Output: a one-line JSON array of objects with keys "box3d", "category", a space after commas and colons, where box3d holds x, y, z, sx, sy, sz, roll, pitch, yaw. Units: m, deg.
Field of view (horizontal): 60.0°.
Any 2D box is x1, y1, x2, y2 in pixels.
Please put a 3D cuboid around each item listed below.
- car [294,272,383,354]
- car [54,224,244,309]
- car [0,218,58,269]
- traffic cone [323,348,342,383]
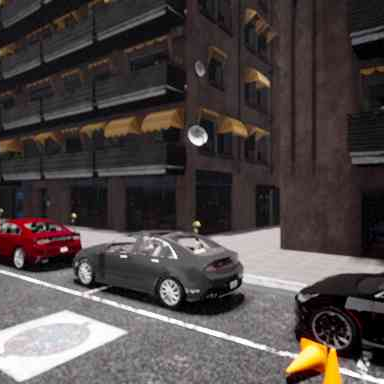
[{"box3d": [3.606, 1.567, 4.426, 4.313, 1.339, 1.947, 0, 0, 36], "category": "car"}, {"box3d": [-0.967, 1.550, 7.711, 4.403, 1.369, 2.008, 0, 0, 36], "category": "car"}, {"box3d": [-5.539, 1.542, 10.996, 4.507, 1.381, 1.887, 0, 0, 36], "category": "car"}, {"box3d": [1.492, 1.956, 3.523, 0.340, 0.580, 0.340, 0, 0, 35], "category": "traffic cone"}]
